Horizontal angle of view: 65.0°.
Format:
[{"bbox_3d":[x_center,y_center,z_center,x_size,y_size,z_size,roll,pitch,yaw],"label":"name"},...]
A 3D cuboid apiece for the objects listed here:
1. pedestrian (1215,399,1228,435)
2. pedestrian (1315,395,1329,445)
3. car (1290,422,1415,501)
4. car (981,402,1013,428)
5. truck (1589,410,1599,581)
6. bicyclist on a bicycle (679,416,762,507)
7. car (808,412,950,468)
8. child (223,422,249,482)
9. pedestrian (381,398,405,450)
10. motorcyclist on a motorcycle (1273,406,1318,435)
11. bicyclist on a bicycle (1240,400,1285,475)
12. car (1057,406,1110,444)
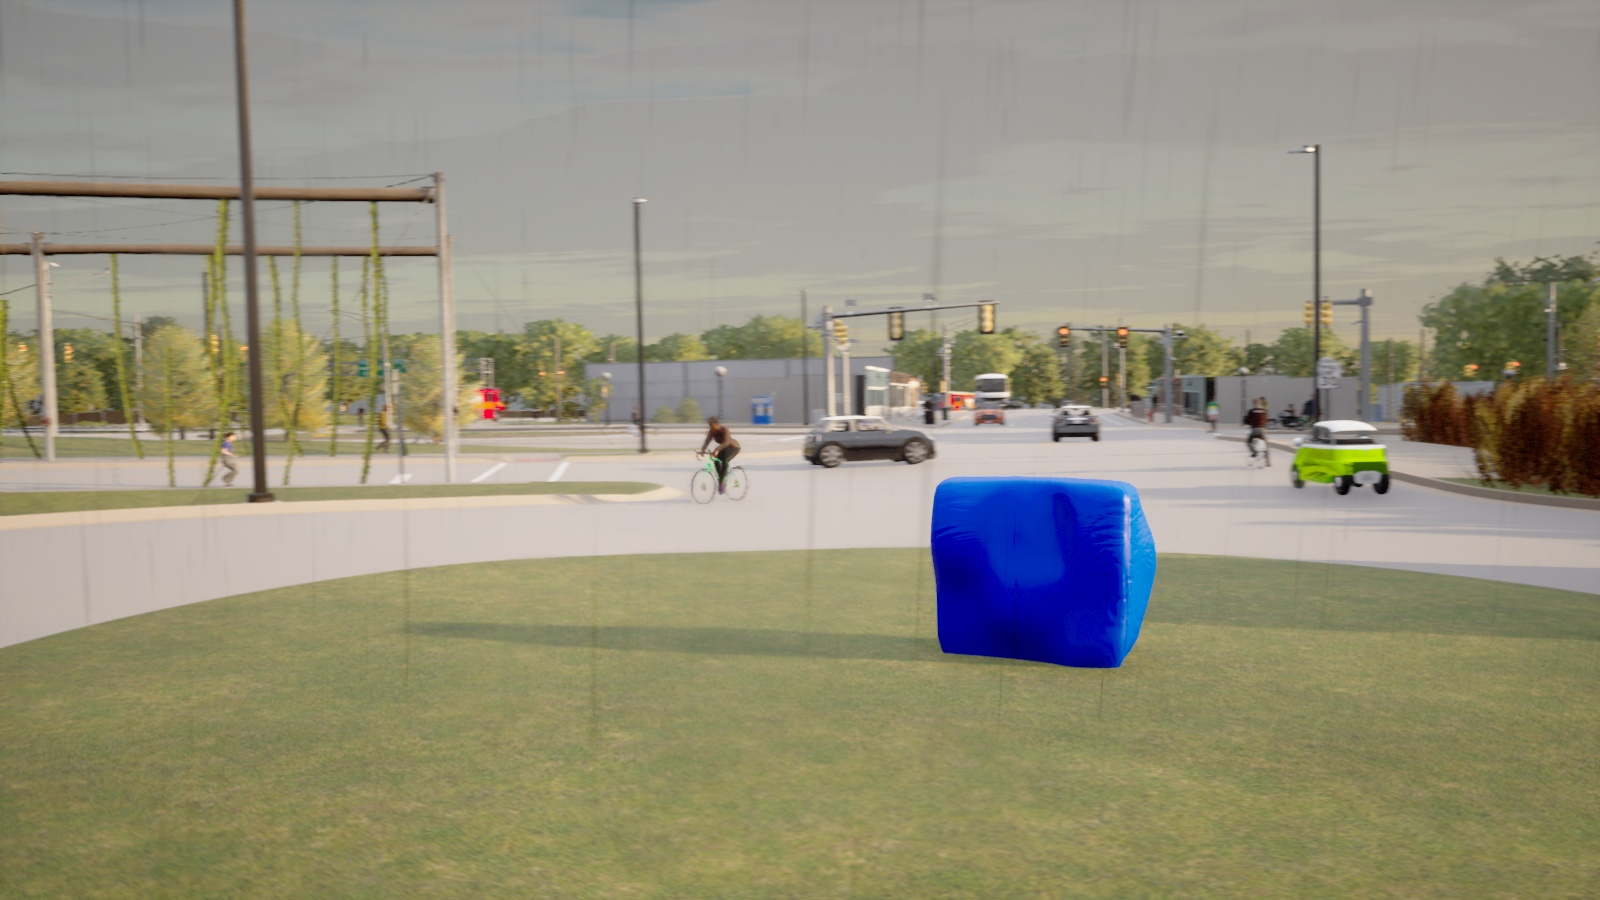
[{"bbox_3d":[23.153,-1.831,69.002,0.659,1.952,0.873,0,3,19],"label":"pedestrian"},{"bbox_3d":[19.537,-1.140,46.994,0.402,1.842,0.726,0,3,17],"label":"pedestrian"},{"bbox_3d":[10.704,0.189,24.465,1.481,1.376,2.207,-1,4,1],"label":"car"},{"bbox_3d":[14.035,-2.536,89.329,2.097,1.767,4.553,0,3,11],"label":"car"},{"bbox_3d":[10.648,0.411,11.811,2.627,2.467,5.204,2,3,-7],"label":"truck"},{"bbox_3d":[-1.456,0.183,23.311,0.582,1.620,1.656,1,3,36],"label":"bicyclist on a bicycle"},{"bbox_3d":[2.308,-0.318,37.256,3.806,1.475,1.970,-2,3,-12],"label":"car"},{"bbox_3d":[-12.229,0.037,27.225,0.437,1.263,0.270,-2,3,-17],"label":"child"},{"bbox_3d":[-14.381,-0.921,44.395,0.726,1.835,0.370,-2,3,-14],"label":"pedestrian"},{"bbox_3d":[29.207,-1.732,74.081,2.350,1.649,0.766,2,2,13],"label":"motorcyclist on a motorcycle"},{"bbox_3d":[11.457,-0.335,31.157,0.659,1.776,1.843,0,3,7],"label":"bicyclist on a bicycle"},{"bbox_3d":[11.686,-1.047,51.935,1.970,1.475,3.806,0,1,10],"label":"car"}]
